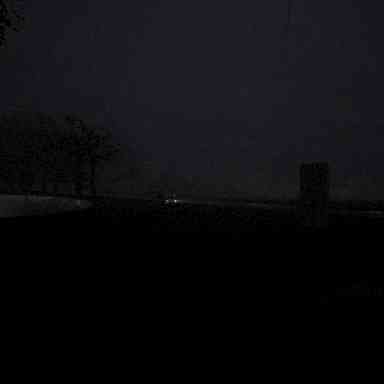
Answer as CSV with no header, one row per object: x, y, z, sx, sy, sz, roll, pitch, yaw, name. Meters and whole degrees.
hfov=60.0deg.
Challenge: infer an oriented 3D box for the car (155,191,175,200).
-4.876,0.554,59.781,2.097,1.767,4.553,0,1,-35,car
